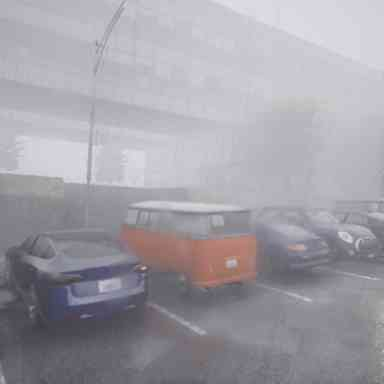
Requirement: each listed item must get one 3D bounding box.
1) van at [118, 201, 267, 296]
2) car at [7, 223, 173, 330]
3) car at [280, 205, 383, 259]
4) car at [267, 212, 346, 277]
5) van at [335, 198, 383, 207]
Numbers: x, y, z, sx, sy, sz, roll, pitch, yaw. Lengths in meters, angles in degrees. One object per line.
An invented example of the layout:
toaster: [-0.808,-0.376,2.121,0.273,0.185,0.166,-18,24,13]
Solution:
van: [-0.414,1.252,8.816,1.878,1.987,4.442,0,0,-36]
car: [-2.639,1.509,7.120,2.163,1.488,4.792,0,0,-35]
car: [6.377,1.475,13.512,2.097,1.535,5.008,0,0,-36]
car: [1.929,1.517,10.341,2.002,1.452,4.674,0,0,-36]
van: [8.818,1.248,15.116,1.878,1.987,4.442,0,0,-36]
